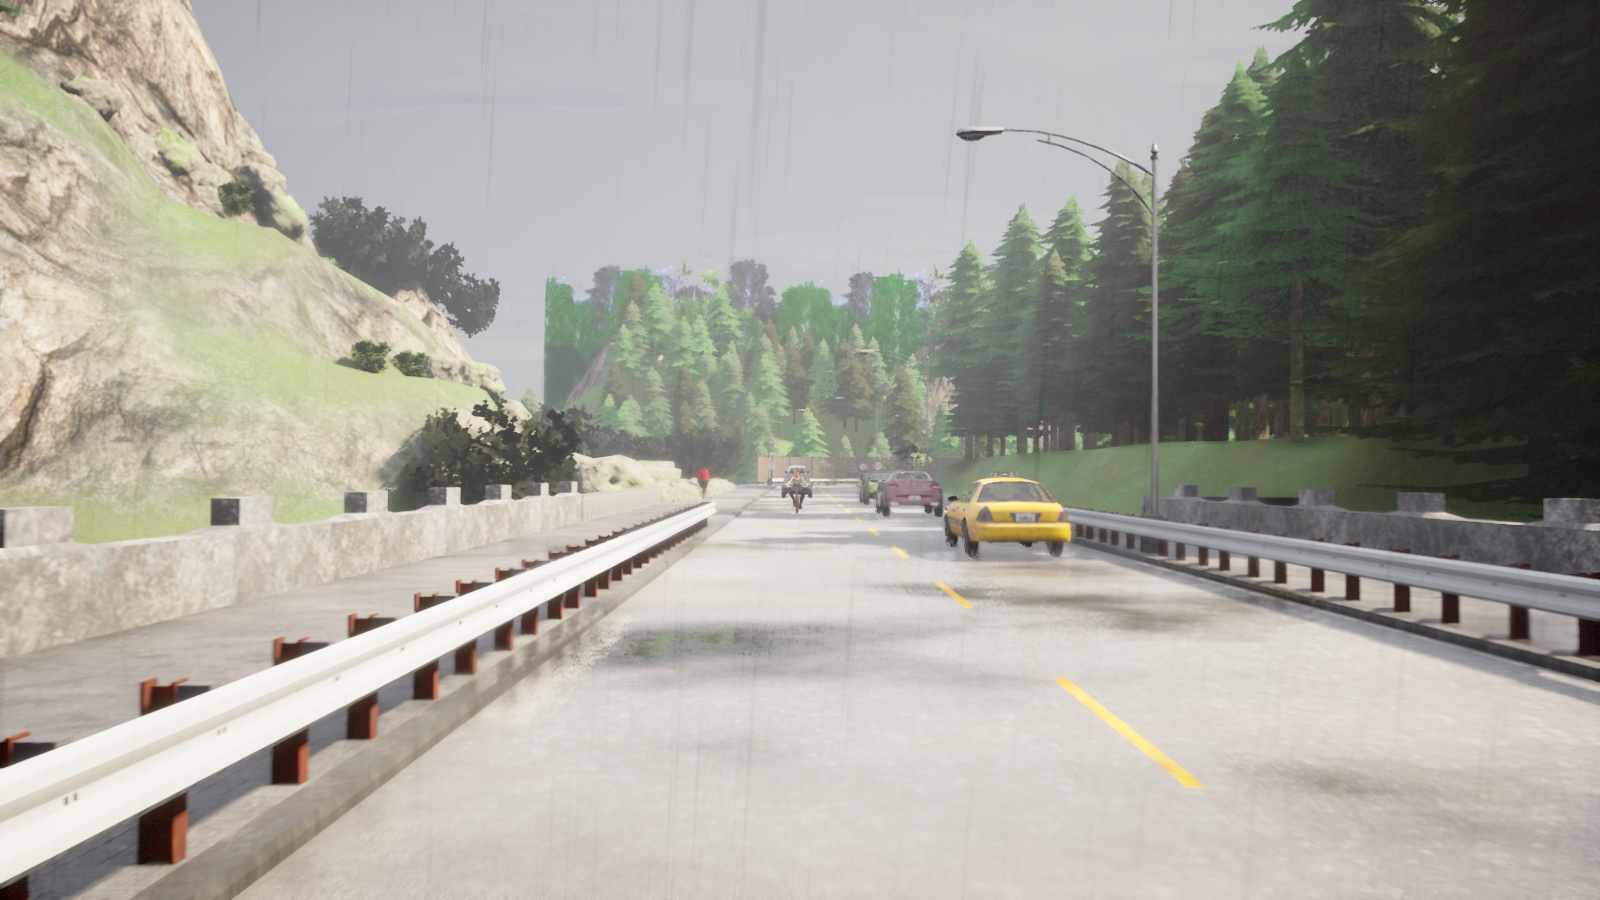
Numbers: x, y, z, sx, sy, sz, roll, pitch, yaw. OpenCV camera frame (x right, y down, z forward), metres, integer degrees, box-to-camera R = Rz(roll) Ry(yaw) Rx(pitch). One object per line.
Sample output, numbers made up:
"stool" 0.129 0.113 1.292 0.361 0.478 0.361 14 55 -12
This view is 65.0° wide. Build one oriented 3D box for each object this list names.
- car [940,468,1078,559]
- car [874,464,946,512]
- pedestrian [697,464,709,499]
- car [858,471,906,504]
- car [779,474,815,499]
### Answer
"car" 3.948 1.150 24.605 1.801 1.575 5.366 0 -1 0
"car" 3.903 1.337 45.382 2.152 1.651 5.027 0 -1 0
"pedestrian" -5.210 1.676 67.546 0.634 1.844 0.899 0 -1 -7
"car" 3.870 1.751 60.058 2.007 1.525 4.514 0 -1 0
"car" -0.160 2.088 73.165 2.033 1.411 5.357 0 -1 0
